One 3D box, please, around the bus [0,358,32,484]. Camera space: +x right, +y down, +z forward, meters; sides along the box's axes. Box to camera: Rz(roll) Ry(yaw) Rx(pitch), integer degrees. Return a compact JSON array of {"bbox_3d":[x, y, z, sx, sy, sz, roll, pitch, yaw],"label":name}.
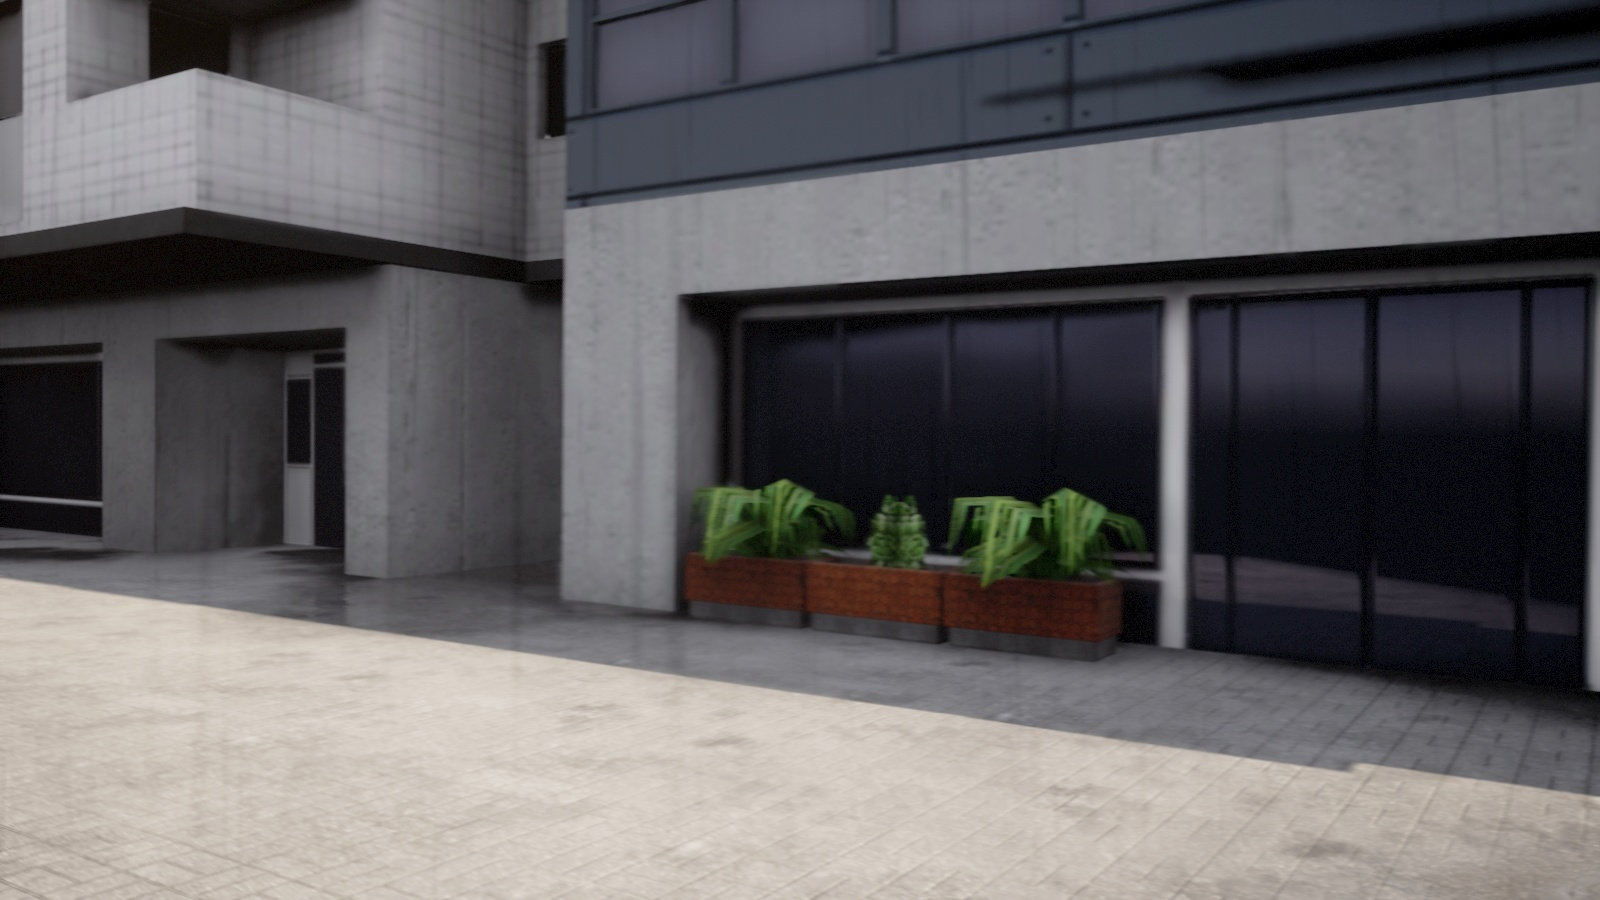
[{"bbox_3d":[-30.821,-0.909,39.800,3.944,4.253,10.273,0,1,34],"label":"bus"}]
